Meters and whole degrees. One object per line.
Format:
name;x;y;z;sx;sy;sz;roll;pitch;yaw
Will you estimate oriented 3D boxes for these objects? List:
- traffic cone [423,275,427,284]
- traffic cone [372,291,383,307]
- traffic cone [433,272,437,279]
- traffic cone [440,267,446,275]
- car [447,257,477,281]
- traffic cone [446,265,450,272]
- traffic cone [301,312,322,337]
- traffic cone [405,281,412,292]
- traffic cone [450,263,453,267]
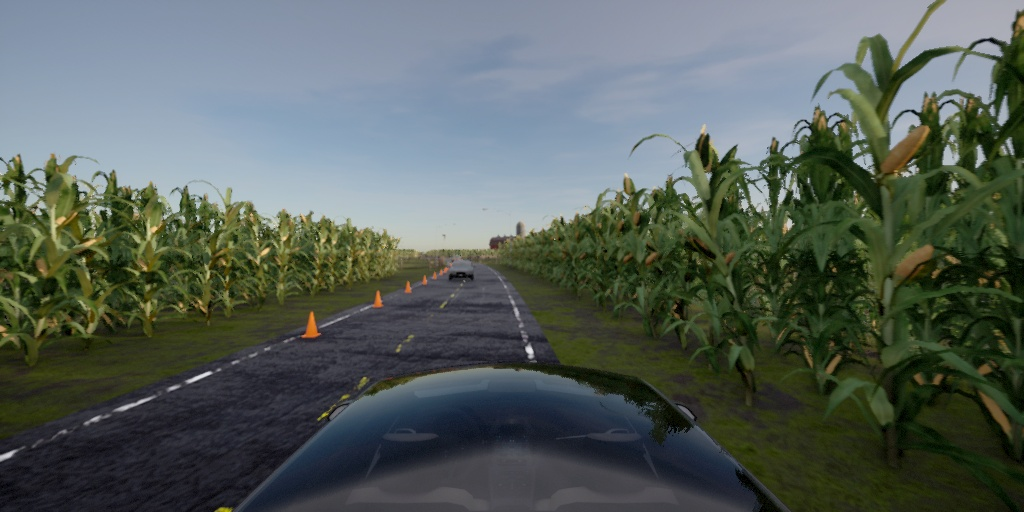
traffic cone;-5.769;1.559;23.700;0.340;0.580;0.340;0;0;-4
traffic cone;-5.146;1.627;13.777;0.340;0.580;0.340;0;0;-3
traffic cone;-6.166;1.525;28.656;0.340;0.580;0.340;0;0;-5
traffic cone;-6.621;1.491;33.606;0.340;0.580;0.340;0;0;-6
car;-3.830;1.079;27.721;1.837;1.490;4.892;0;0;-5
traffic cone;-7.133;1.457;38.552;0.340;0.580;0.340;0;0;-6
traffic cone;-4.920;1.661;8.810;0.340;0.580;0.340;0;0;-2
traffic cone;-5.429;1.593;18.741;0.340;0.580;0.340;0;0;-4
traffic cone;-7.702;1.423;43.491;0.340;0.580;0.340;0;0;-7
